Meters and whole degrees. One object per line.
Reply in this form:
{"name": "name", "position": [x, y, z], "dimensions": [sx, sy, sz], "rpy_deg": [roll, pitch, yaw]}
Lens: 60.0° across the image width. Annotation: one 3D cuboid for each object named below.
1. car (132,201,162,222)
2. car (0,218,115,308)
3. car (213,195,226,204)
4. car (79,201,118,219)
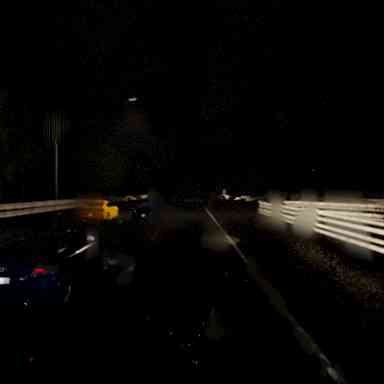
{"name": "car", "position": [-3.401, 1.449, 25.562], "dimensions": [1.812, 1.442, 4.674], "rpy_deg": [0, 0, 0]}
{"name": "car", "position": [-3.402, 1.544, 7.931], "dimensions": [1.994, 1.385, 4.181], "rpy_deg": [0, 0, 0]}
{"name": "car", "position": [5.130, 1.370, 61.988], "dimensions": [2.128, 1.511, 4.902], "rpy_deg": [0, 0, -6]}
{"name": "car", "position": [-6.900, 1.403, 25.052], "dimensions": [1.882, 1.535, 5.008], "rpy_deg": [0, 0, 0]}
